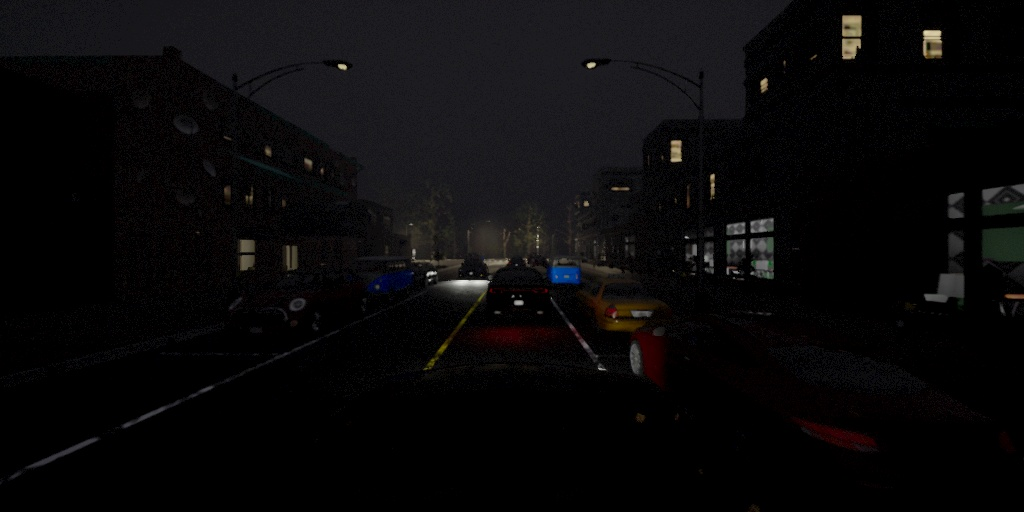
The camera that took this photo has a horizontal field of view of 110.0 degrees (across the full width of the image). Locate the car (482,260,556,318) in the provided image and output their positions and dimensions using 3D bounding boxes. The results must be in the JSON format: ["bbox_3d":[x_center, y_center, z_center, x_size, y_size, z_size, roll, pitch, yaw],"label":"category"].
[{"bbox_3d":[0.186,1.084,12.220,1.882,1.535,5.008,0,1,0],"label":"car"}]

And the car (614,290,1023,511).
[{"bbox_3d":[2.719,1.298,4.236,1.802,1.307,4.207,0,0,1],"label":"car"}]

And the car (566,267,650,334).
[{"bbox_3d":[2.785,1.165,9.948,1.751,1.417,4.829,0,0,1],"label":"car"}]

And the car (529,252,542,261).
[{"bbox_3d":[3.168,0.618,43.033,1.967,1.591,4.097,0,0,1],"label":"car"}]

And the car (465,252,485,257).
[{"bbox_3d":[-5.148,0.412,48.659,2.192,1.841,5.009,0,0,1],"label":"car"}]

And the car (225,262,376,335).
[{"bbox_3d":[-5.597,1.078,9.863,1.967,1.591,4.097,0,0,1],"label":"car"}]

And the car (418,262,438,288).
[{"bbox_3d":[-5.469,1.037,20.947,2.007,1.370,4.403,0,0,1],"label":"car"}]

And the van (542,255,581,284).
[{"bbox_3d":[2.911,0.829,20.864,1.690,1.789,3.998,0,0,1],"label":"van"}]

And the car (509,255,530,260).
[{"bbox_3d":[0.511,0.822,37.361,1.994,1.385,4.181,0,1,1],"label":"car"}]

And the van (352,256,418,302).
[{"bbox_3d":[-5.533,0.904,15.405,1.690,1.789,3.998,0,0,1],"label":"van"}]

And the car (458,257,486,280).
[{"bbox_3d":[-2.795,0.972,26.667,1.994,1.385,4.181,0,1,1],"label":"car"}]
